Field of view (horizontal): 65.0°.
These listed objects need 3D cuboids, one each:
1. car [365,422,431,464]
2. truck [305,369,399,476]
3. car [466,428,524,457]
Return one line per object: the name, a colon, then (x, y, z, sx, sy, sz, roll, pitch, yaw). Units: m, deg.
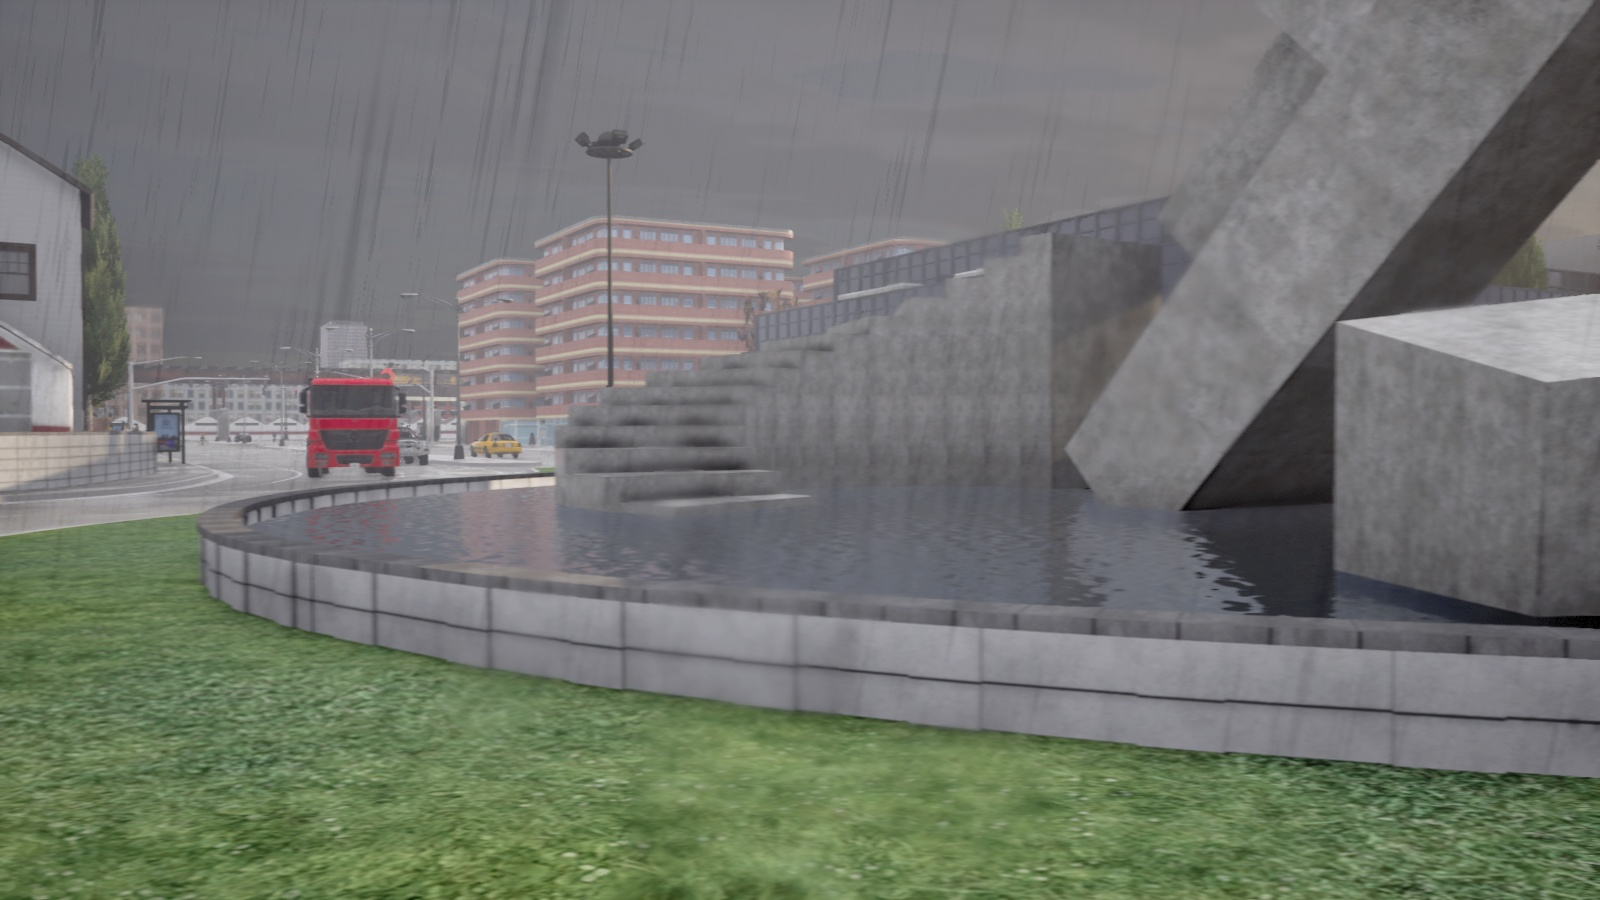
car: (-18.386, -0.359, 57.348, 1.932, 1.855, 4.605, 0, 1, -30)
truck: (-16.138, -0.946, 44.899, 2.891, 3.462, 7.936, 0, 1, -22)
car: (-17.485, -0.469, 71.856, 1.801, 1.575, 5.366, 0, 1, -30)
